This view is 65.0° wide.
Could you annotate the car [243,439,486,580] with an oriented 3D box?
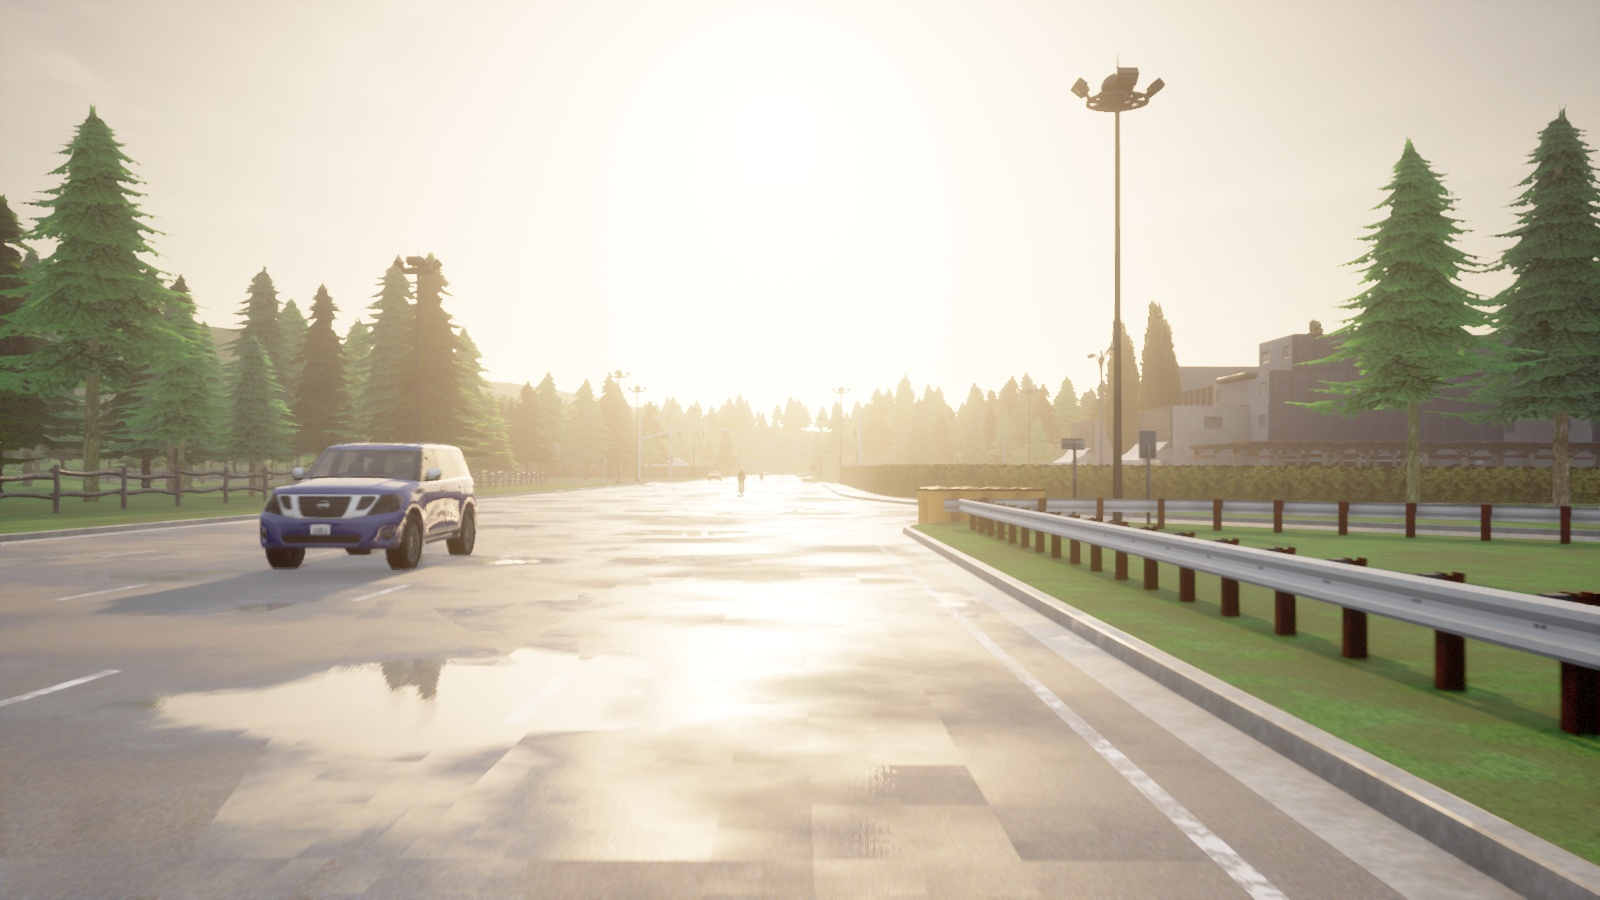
[{"bbox_3d":[-7.050,0.915,21.101,2.150,2.045,5.566,0,-1,0],"label":"car"}]
